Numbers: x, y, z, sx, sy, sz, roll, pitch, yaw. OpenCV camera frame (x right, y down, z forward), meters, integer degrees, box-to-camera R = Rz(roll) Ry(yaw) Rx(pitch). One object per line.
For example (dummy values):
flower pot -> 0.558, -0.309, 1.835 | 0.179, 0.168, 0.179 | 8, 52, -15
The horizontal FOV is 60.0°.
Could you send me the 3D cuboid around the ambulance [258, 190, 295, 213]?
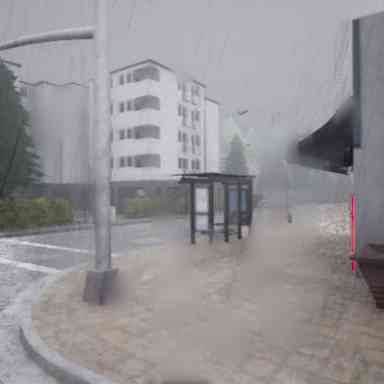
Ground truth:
ambulance -> 9.638, 1.013, 37.993 | 2.351, 2.431, 6.366 | -1, 0, 36
